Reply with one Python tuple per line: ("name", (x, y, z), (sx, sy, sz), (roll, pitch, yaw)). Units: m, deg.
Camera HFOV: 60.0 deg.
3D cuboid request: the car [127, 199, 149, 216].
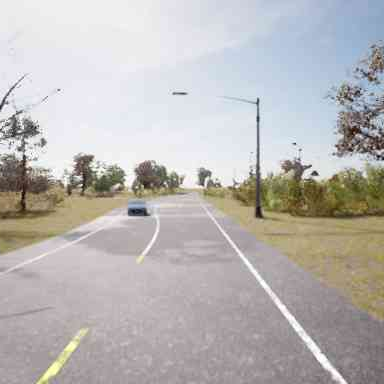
("car", (-5.267, 1.460, 32.391), (1.882, 1.535, 5.008), (0, 0, -7))
